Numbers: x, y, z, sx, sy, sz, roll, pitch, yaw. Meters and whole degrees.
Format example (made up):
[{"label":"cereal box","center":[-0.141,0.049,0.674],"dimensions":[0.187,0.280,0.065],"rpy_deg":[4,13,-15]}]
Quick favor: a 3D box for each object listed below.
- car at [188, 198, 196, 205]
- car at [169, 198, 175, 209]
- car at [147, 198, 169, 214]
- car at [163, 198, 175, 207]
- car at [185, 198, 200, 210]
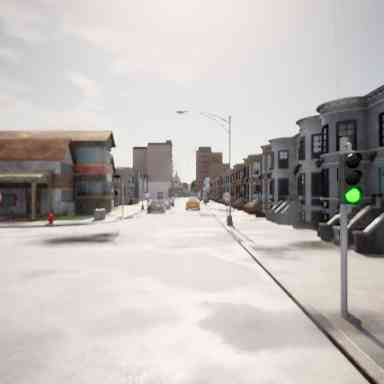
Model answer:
[{"label":"car","center":[0.054,2.036,73.194],"dimensions":[1.812,1.442,4.674],"rpy_deg":[0,0,0]},{"label":"car","center":[-4.089,1.788,48.771],"dimensions":[2.033,1.411,5.357],"rpy_deg":[0,0,0]},{"label":"car","center":[-4.098,1.697,39.021],"dimensions":[1.837,1.490,4.892],"rpy_deg":[0,0,0]},{"label":"car","center":[-4.053,1.814,58.576],"dimensions":[1.812,1.442,4.674],"rpy_deg":[0,0,1]},{"label":"car","center":[0.109,1.709,47.035],"dimensions":[1.882,1.535,5.008],"rpy_deg":[0,0,0]}]
